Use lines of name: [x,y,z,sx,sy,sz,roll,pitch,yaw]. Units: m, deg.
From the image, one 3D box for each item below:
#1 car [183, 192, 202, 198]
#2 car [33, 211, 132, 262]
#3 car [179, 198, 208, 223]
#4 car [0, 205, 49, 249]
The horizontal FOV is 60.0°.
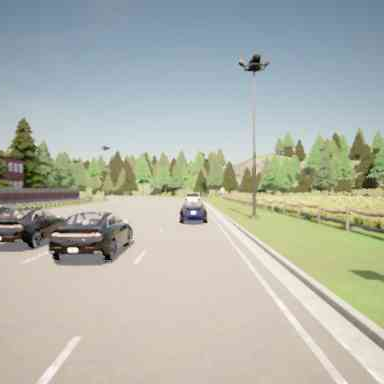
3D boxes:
car: [0.094,1.051,42.634,2.150,2.045,5.566,0,0,0]
car: [-3.399,1.443,11.927,2.128,1.511,4.902,0,0,0]
car: [0.102,1.405,24.497,2.163,1.488,4.792,0,0,0]
car: [-6.899,1.434,14.239,2.128,1.511,4.902,0,0,0]
